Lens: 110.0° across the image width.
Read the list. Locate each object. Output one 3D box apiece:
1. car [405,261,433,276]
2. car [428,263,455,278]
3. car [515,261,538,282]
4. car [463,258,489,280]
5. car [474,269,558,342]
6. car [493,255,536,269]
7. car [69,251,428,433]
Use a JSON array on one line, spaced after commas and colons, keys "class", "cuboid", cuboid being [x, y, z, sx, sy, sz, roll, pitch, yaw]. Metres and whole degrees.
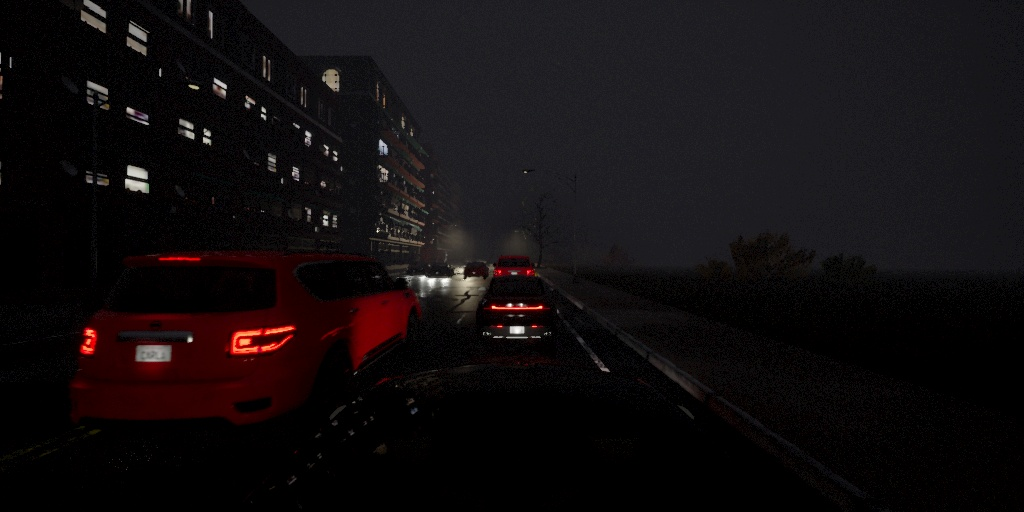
[{"class": "car", "cuboid": [-9.835, 1.279, 38.278, 1.812, 1.442, 4.674, 0, 0, 0]}, {"class": "car", "cuboid": [-6.586, 1.318, 33.588, 1.994, 1.385, 4.181, 0, 0, 0]}, {"class": "car", "cuboid": [1.150, 1.209, 30.472, 1.801, 1.575, 5.366, 0, 0, 0]}, {"class": "car", "cuboid": [-3.136, 1.231, 31.908, 1.882, 1.535, 5.008, 0, 0, 0]}, {"class": "car", "cuboid": [0.105, 1.256, 9.717, 1.837, 1.490, 4.892, 0, 0, 0]}, {"class": "car", "cuboid": [0.108, 0.975, 20.064, 2.150, 2.045, 5.566, 0, 0, 0]}, {"class": "car", "cuboid": [-3.148, 0.969, 5.832, 2.150, 2.045, 5.566, 0, 0, 0]}]
